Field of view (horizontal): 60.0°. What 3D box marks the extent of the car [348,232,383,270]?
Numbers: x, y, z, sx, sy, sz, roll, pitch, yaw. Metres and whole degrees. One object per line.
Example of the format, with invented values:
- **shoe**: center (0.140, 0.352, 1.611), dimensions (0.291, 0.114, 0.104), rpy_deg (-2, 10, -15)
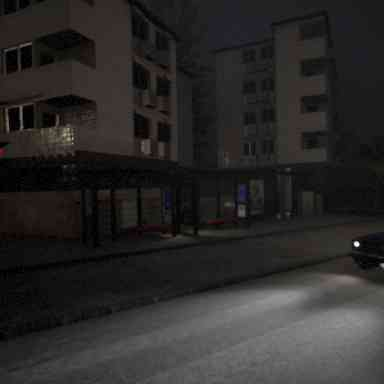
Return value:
- **car**: center (6.218, 1.308, 8.758), dimensions (4.718, 1.301, 1.895), rpy_deg (-2, 1, -34)
